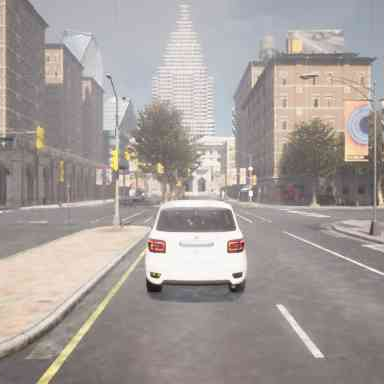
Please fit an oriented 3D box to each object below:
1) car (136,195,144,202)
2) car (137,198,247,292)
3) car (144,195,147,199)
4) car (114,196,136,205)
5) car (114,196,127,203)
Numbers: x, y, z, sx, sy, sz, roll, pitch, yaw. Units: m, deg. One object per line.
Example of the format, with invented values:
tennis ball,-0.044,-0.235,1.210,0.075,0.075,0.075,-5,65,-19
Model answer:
car,-11.701,1.600,68.555,1.895,1.301,4.718,0,0,0
car,0.077,1.221,9.037,2.150,2.045,5.566,0,0,0
car,-11.732,1.500,78.736,1.837,1.490,4.892,0,0,0
car,-11.726,1.505,58.501,1.837,1.490,4.892,0,0,0
car,-14.955,1.594,69.878,1.895,1.301,4.718,0,0,0
